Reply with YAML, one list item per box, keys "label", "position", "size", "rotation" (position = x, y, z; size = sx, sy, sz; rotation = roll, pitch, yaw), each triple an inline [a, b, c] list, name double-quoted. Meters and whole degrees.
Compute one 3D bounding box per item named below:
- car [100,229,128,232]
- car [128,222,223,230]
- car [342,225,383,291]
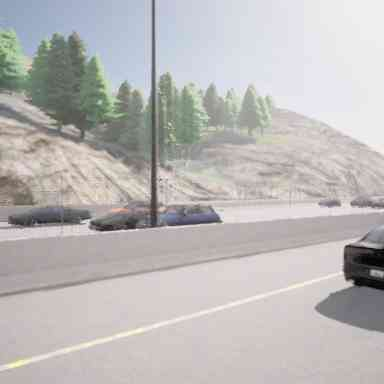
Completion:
- label: "car"
  position: [-3.125, 1.585, 19.322]
  size: [5.357, 1.411, 2.033]
  rotation: [0, 0, -39]
- label: "car"
  position: [-0.605, 1.381, 16.913]
  size: [4.553, 1.767, 2.097]
  rotation: [0, 0, -39]
- label: "car"
  position: [5.657, 1.483, 8.228]
  size: [5.008, 1.535, 1.882]
  rotation: [0, 0, -39]
